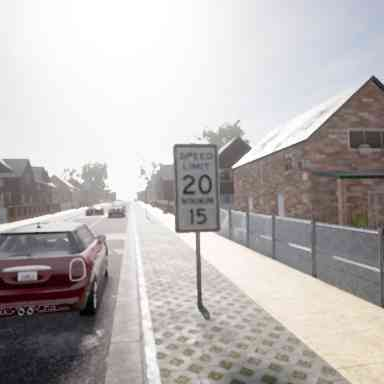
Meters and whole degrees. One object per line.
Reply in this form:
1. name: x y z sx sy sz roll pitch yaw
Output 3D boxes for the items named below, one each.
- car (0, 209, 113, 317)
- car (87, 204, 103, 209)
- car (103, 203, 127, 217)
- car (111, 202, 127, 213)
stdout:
1. car: -3.118 1.450 7.631 2.097 1.767 4.553 -1 -1 -10
2. car: -12.127 2.207 41.862 1.994 1.385 4.181 -1 -1 -10
3. car: -8.600 2.072 38.126 2.033 1.411 5.357 -1 -1 -10
4. car: -10.466 2.228 48.096 2.033 1.411 5.357 -1 -1 -10
